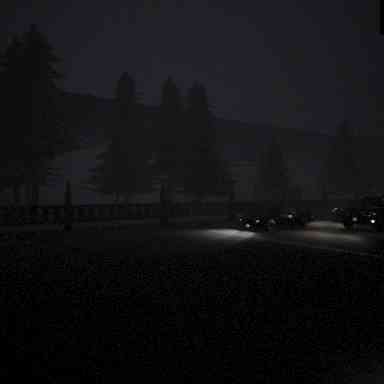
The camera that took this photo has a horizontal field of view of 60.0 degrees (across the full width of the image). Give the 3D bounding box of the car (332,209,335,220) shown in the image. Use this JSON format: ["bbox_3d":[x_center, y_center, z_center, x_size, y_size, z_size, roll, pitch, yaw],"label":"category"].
[{"bbox_3d":[13.060,1.372,26.197,4.553,1.767,2.097,0,0,-35],"label":"car"}]

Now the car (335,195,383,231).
[{"bbox_3d":[11.718,1.239,20.960,5.566,2.045,2.150,0,0,-36],"label":"car"}]

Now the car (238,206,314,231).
[{"bbox_3d":[5.380,1.560,20.725,5.357,1.411,2.033,0,0,-36],"label":"car"}]
